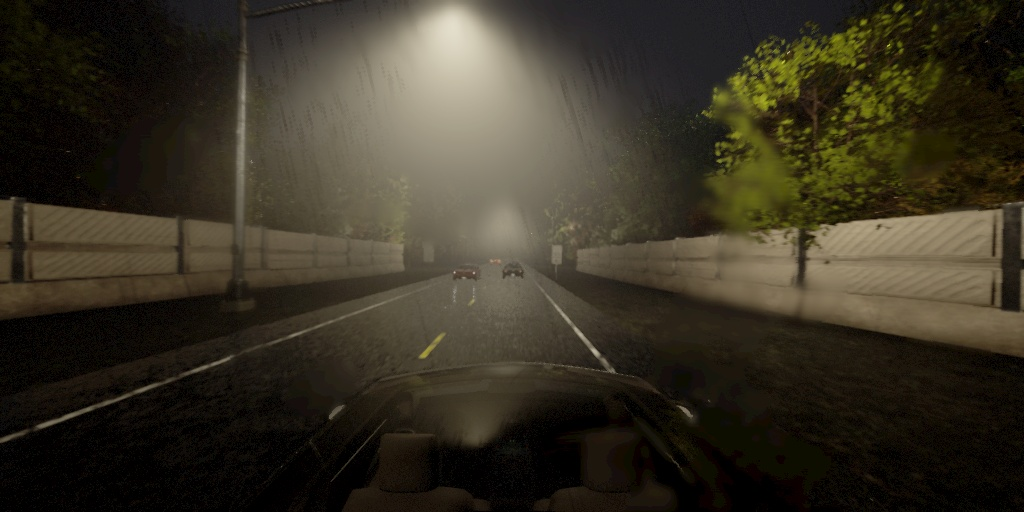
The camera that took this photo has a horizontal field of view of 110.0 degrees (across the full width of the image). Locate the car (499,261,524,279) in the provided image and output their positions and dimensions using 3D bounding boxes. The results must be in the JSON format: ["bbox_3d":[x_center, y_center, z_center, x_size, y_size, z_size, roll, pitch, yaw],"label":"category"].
[{"bbox_3d":[0.101,1.344,32.694,1.895,1.301,4.718,1,0,0],"label":"car"}]

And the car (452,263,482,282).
[{"bbox_3d":[-3.505,1.276,28.515,1.895,1.301,4.718,1,1,0],"label":"car"}]
